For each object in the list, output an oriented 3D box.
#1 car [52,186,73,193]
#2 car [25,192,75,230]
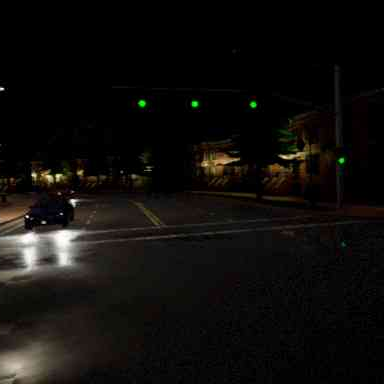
[{"bbox_3d":[-16.549,0.039,42.543,2.097,1.767,4.553,-4,3,-32],"label":"car"},{"bbox_3d":[-7.331,1.015,17.448,1.812,1.442,4.674,-3,3,-13],"label":"car"}]
